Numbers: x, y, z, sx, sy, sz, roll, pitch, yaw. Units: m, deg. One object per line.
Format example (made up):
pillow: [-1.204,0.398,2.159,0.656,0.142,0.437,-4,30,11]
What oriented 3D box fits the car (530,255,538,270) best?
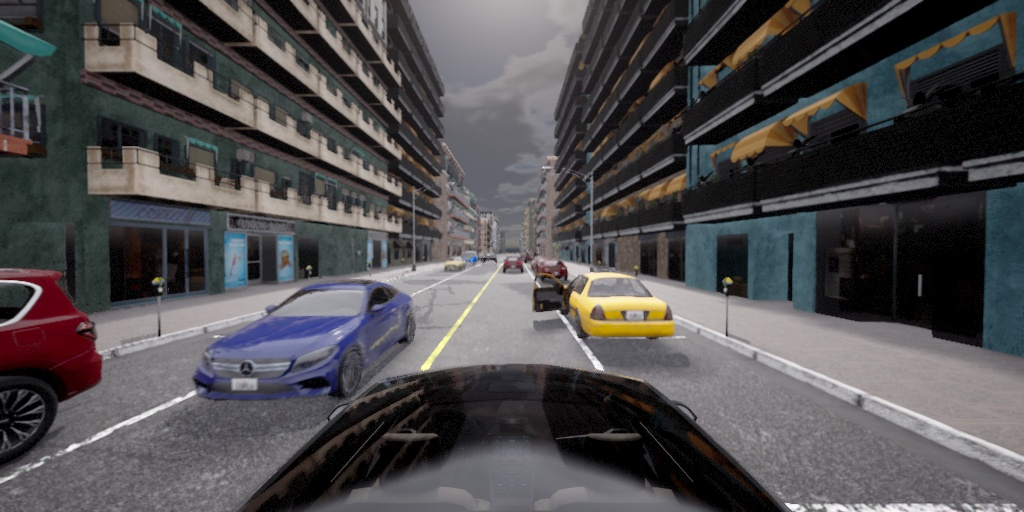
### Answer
car: [2.755,0.783,30.291,1.888,1.381,4.507,0,0,0]

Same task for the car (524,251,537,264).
car: [2.809,0.173,52.929,2.192,1.841,5.009,0,0,0]

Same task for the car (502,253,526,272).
car: [0.126,0.707,33.497,1.812,1.442,4.674,0,1,1]

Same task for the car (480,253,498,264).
car: [-2.893,0.250,48.025,1.895,1.301,4.718,0,1,0]

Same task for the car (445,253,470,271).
car: [-5.613,0.664,35.821,1.751,1.417,4.829,0,0,0]

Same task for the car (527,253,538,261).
car: [2.769,0.665,36.117,1.751,1.417,4.829,0,0,0]

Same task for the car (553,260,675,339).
car: [2.366,1.066,9.446,1.801,1.575,5.366,0,1,0]

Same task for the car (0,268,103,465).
car: [-5.692,1.059,2.025,2.192,1.841,5.009,0,0,0]

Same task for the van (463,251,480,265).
van: [-5.585,0.290,47.312,1.690,1.789,3.998,0,0,0]

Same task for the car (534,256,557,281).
car: [2.741,0.884,24.626,1.888,1.381,4.507,0,0,0]

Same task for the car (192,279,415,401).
car: [-3.093,1.188,6.476,1.812,1.442,4.674,0,1,0]
